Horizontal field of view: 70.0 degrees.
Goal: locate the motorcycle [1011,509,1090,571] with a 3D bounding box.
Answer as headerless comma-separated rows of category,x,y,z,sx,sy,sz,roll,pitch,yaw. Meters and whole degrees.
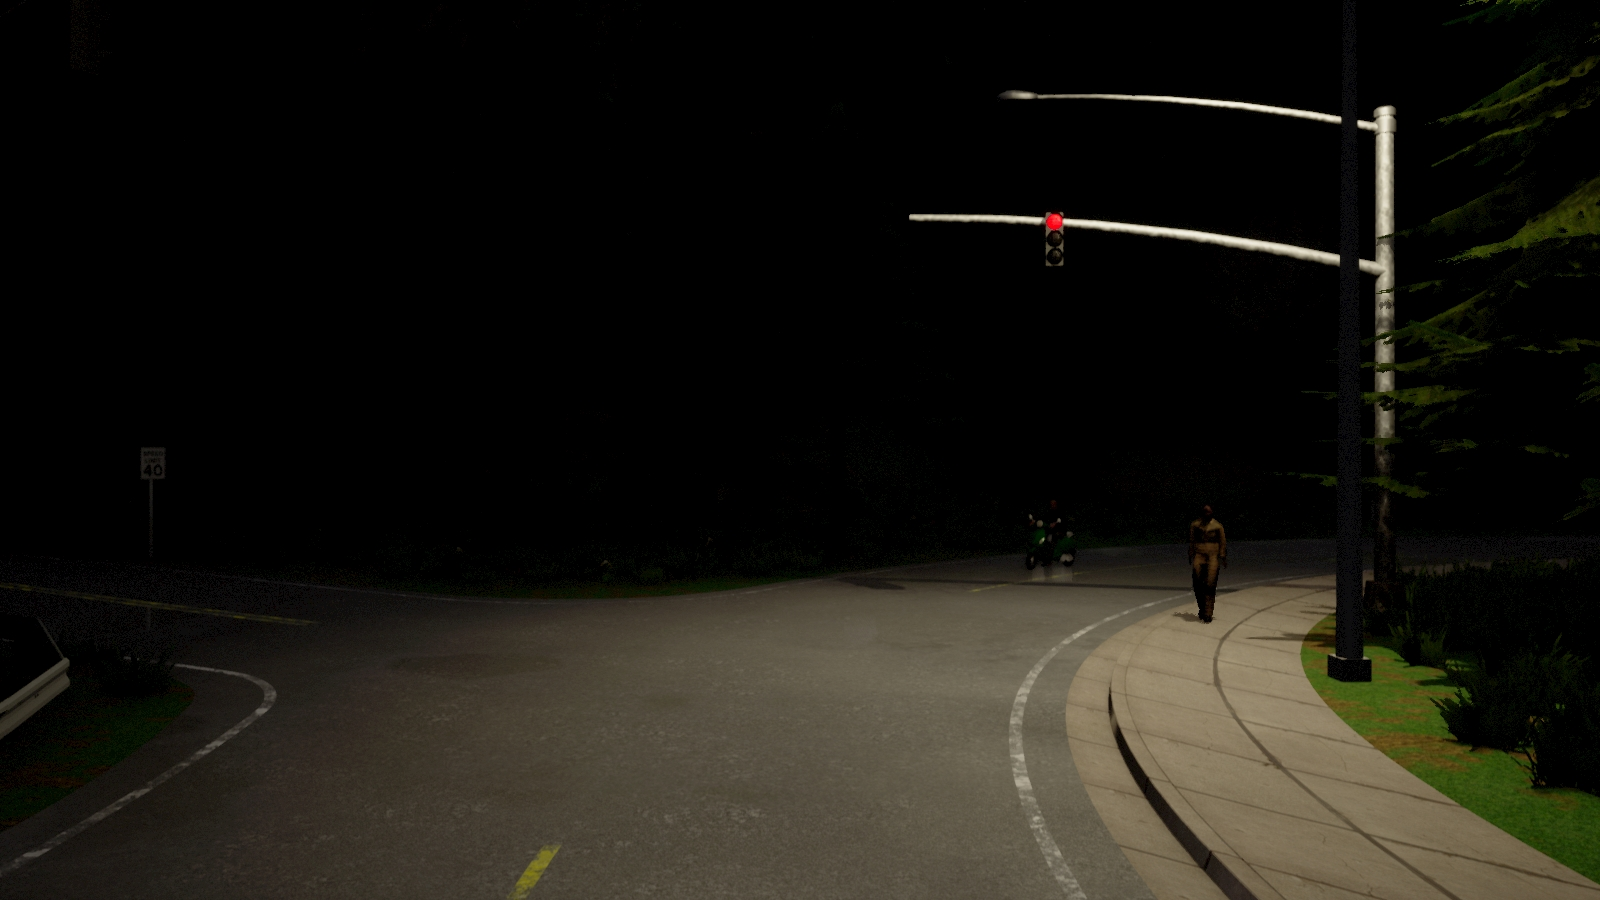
motorcycle,5.937,2.104,27.011,1.805,1.316,0.856,0,0,-37

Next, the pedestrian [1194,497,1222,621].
pedestrian,6.270,1.663,17.568,0.375,1.860,0.375,0,0,24
